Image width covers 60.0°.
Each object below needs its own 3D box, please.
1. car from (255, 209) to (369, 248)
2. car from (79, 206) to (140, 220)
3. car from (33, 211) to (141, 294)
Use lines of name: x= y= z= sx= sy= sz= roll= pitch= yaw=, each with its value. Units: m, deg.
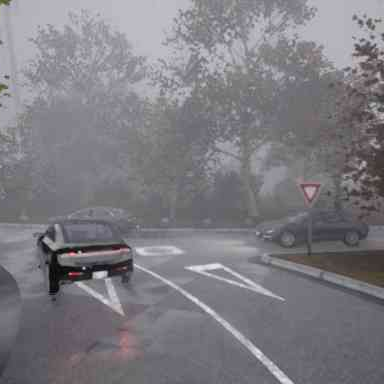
car: x=5.189 y=1.519 z=14.557 sx=4.892 sy=1.490 sz=1.837 roll=0 pitch=0 yaw=-9
car: x=-5.107 y=1.512 z=17.402 sx=4.892 sy=1.490 sz=1.837 roll=0 pitch=1 yaw=12
car: x=-3.075 y=1.498 z=8.996 sx=2.128 sy=1.511 sz=4.902 roll=0 pitch=0 yaw=-29
